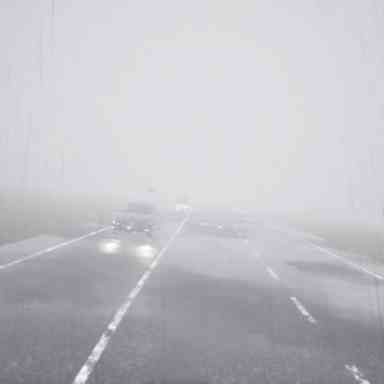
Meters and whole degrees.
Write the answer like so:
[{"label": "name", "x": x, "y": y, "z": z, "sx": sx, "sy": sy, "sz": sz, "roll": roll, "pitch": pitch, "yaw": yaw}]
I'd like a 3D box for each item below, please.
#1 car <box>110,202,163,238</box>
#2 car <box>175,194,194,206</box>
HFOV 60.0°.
[{"label": "car", "x": -2.557, "y": 1.264, "z": 16.409, "sx": 1.837, "sy": 1.490, "sz": 4.892, "roll": 5, "pitch": 0, "yaw": 2}, {"label": "car", "x": -1.289, "y": 1.193, "z": 47.827, "sx": 1.994, "sy": 1.385, "sz": 4.181, "roll": 6, "pitch": 2, "yaw": 3}]
